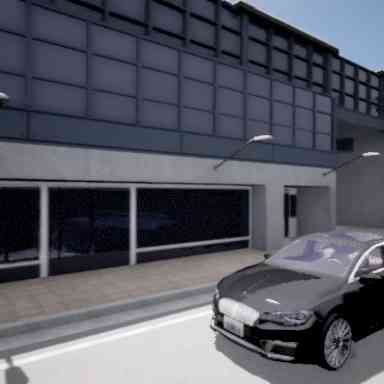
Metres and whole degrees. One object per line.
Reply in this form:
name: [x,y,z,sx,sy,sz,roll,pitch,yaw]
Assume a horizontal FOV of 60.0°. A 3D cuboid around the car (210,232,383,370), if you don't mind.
car: [2.540,1.511,5.801,4.902,1.511,2.128,0,0,-36]
